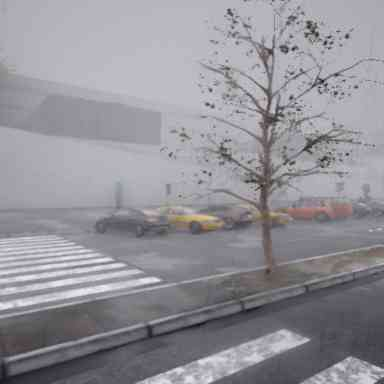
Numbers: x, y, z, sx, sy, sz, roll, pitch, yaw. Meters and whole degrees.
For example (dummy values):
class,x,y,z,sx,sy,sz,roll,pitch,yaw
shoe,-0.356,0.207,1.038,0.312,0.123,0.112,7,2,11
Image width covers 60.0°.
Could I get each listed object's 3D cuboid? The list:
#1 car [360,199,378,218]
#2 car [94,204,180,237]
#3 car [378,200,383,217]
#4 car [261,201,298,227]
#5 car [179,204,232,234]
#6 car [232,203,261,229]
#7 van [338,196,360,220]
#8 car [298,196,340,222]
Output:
class,x,y,z,sx,sy,sz,roll,pitch,yaw
car,13.779,1.588,30.090,4.674,1.452,2.002,-1,0,35
car,-3.242,1.544,17.987,4.674,1.452,2.002,-1,-1,35
car,16.183,1.574,31.838,4.792,1.488,2.163,-1,0,35
car,4.203,1.527,23.073,5.366,1.575,1.946,-1,-1,35
car,-0.659,1.505,19.616,5.366,1.575,1.946,-1,-1,35
car,1.592,1.551,21.462,4.792,1.488,2.163,-1,-1,35
van,11.447,1.325,28.309,4.442,1.987,1.878,-1,-1,35
car,8.935,1.422,26.617,4.553,1.767,2.185,-1,-1,35
